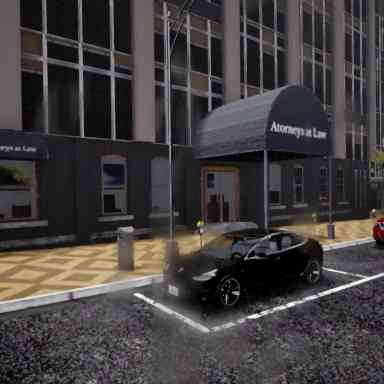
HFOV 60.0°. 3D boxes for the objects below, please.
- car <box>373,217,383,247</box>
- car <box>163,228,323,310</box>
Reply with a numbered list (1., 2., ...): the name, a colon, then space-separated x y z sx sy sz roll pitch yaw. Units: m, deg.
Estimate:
1. car: 9.642 1.310 14.054 5.009 1.841 2.192 0 -1 -37
2. car: 1.370 1.564 7.847 4.313 1.339 1.947 0 -1 -37
